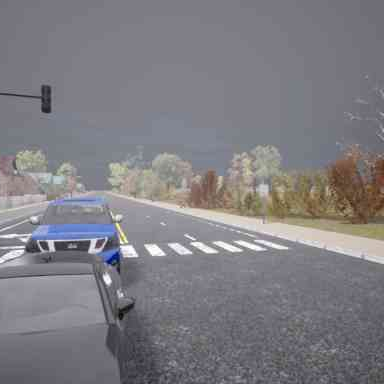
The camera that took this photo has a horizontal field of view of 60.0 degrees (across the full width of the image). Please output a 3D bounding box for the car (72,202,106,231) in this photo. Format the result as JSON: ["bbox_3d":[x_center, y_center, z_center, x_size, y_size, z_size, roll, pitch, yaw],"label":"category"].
[{"bbox_3d":[-6.650,1.468,21.737,1.882,1.535,5.008,0,0,-16],"label":"car"}]

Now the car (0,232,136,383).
[{"bbox_3d":[-1.693,1.524,3.855,1.812,1.442,4.674,0,0,-13],"label":"car"}]

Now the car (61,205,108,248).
[{"bbox_3d":[-5.052,1.499,15.999,1.837,1.490,4.892,0,0,-16],"label":"car"}]

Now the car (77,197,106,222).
[{"bbox_3d":[-8.239,1.338,27.462,2.097,1.767,4.553,0,0,-16],"label":"car"}]

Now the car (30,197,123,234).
[{"bbox_3d":[-3.363,1.218,9.936,2.150,2.045,5.566,0,0,-16],"label":"car"}]
